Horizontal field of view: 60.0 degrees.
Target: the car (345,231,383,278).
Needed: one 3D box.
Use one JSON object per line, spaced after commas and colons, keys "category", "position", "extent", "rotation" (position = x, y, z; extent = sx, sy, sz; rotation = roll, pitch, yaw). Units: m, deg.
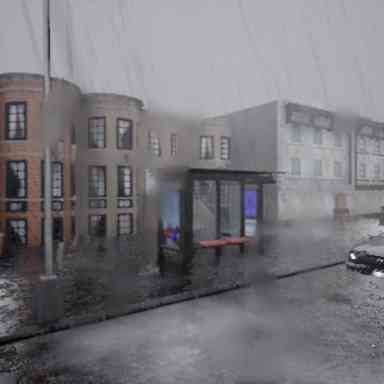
{"category": "car", "position": [6.477, 1.496, 9.225], "extent": [5.357, 1.411, 2.033], "rotation": [0, 0, -35]}
